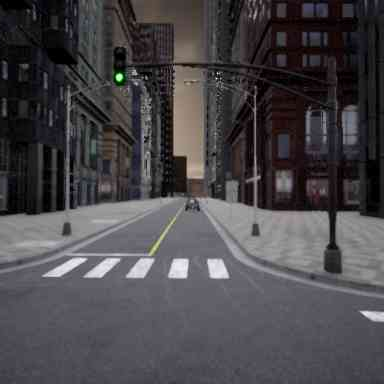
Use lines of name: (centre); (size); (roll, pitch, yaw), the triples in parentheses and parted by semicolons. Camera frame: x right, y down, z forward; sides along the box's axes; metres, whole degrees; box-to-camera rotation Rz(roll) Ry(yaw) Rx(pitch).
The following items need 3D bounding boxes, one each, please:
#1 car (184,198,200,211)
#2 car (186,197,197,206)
car: (0.067, 1.650, 43.394); (1.812, 1.442, 4.674); (0, 0, -1)
car: (-0.028, 1.719, 58.584); (1.812, 1.442, 4.674); (0, 0, 0)
